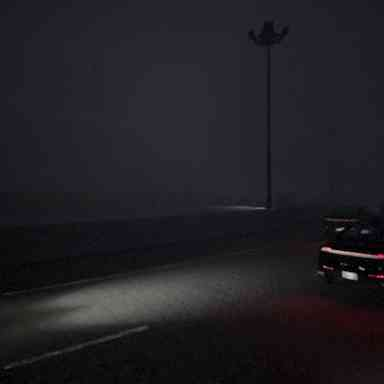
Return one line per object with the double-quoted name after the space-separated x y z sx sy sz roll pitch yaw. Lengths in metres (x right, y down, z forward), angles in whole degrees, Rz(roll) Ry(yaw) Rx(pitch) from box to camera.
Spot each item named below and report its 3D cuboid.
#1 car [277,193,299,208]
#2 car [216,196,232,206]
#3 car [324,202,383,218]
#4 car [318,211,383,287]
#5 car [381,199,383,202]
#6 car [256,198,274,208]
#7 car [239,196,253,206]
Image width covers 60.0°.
12.232 1.125 42.227 2.150 2.045 5.566 0 0 23 "car"
5.182 1.441 53.538 1.837 1.490 4.892 0 0 16 "car"
8.044 1.437 16.337 2.128 1.511 4.902 0 0 42 "car"
4.992 1.459 8.327 4.902 1.511 2.128 0 0 -42 "car"
19.028 1.364 31.925 2.128 1.511 4.902 0 0 29 "car"
10.436 1.475 47.280 1.994 1.385 4.181 0 0 20 "car"
8.585 1.409 52.749 2.128 1.511 4.902 0 0 16 "car"
